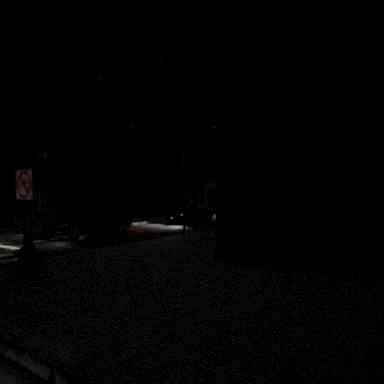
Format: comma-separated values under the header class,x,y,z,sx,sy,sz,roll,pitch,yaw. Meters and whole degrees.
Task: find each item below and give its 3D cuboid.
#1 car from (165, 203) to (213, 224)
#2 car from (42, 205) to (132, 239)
class,x,y,z,sx,sy,sz,roll,pitch,yaw
car,-0.086,1.581,25.454,1.812,1.442,4.674,0,0,35
car,-5.468,1.515,17.905,1.882,1.535,5.008,0,0,35
